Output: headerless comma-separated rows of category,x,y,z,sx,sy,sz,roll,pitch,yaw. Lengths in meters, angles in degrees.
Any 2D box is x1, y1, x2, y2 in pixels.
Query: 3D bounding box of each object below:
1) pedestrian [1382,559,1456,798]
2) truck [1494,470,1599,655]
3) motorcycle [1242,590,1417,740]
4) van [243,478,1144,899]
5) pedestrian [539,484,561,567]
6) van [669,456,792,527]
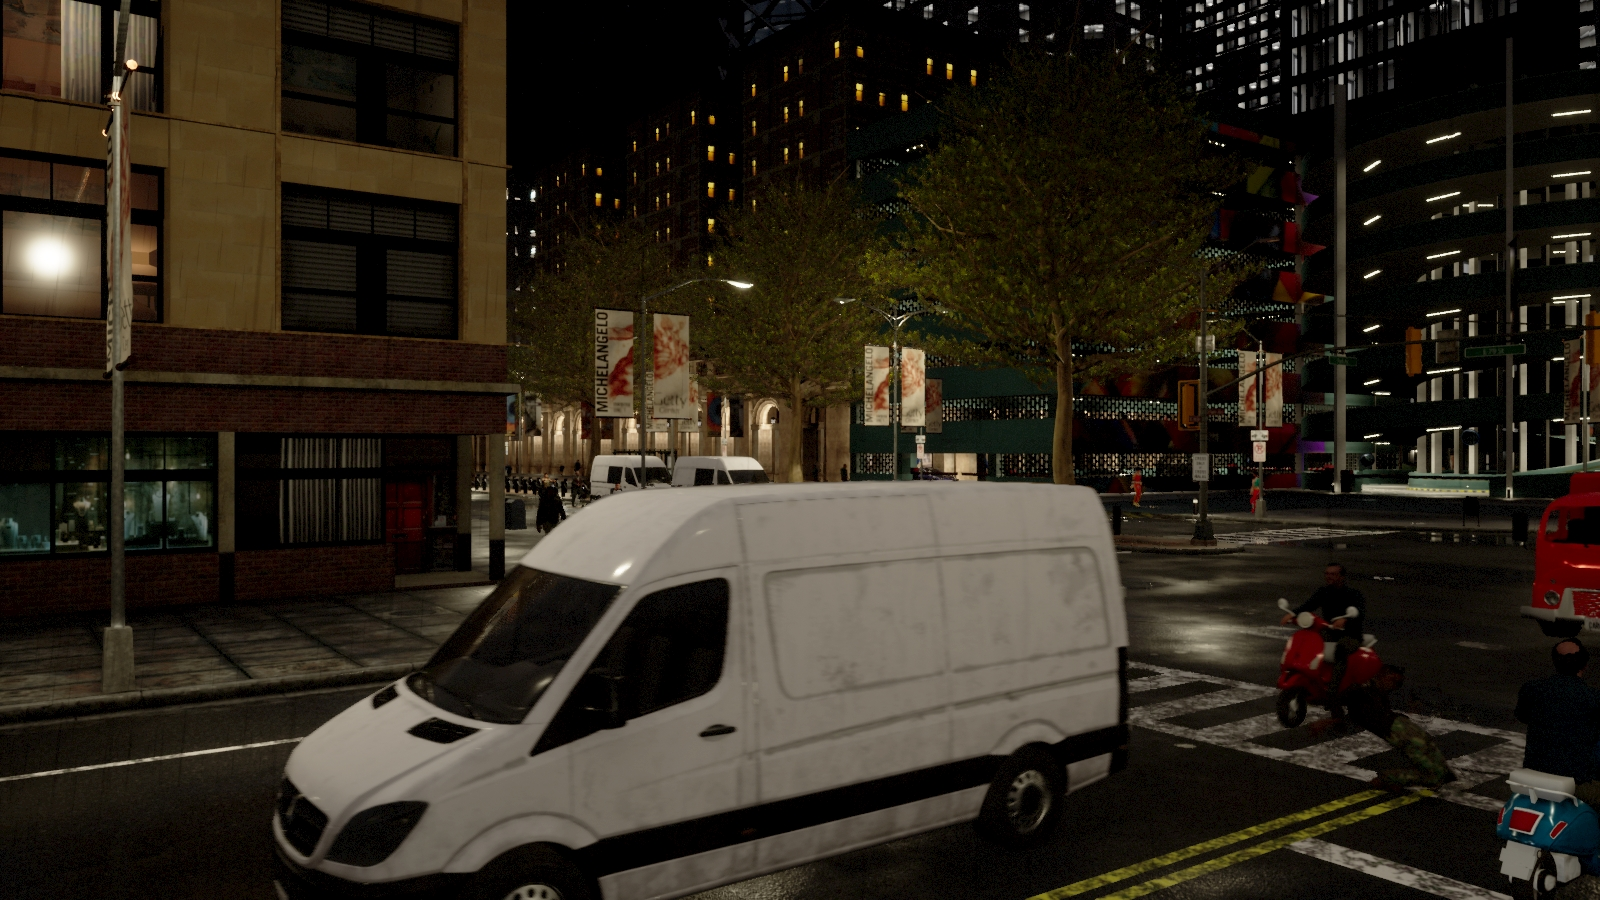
pedestrian,5.062,1.848,9.351,0.375,1.860,0.375,0,0,-17
truck,13.065,1.565,17.169,5.204,2.467,2.627,0,0,-35
motorcycle,5.523,2.182,11.891,1.805,1.236,0.856,0,0,-35
van,-0.379,1.534,7.795,5.915,2.561,1.988,0,0,-35
pedestrian,-5.672,1.699,25.899,0.375,1.860,0.375,0,0,-32
van,-2.807,1.534,44.483,1.988,2.561,5.915,0,0,-35
